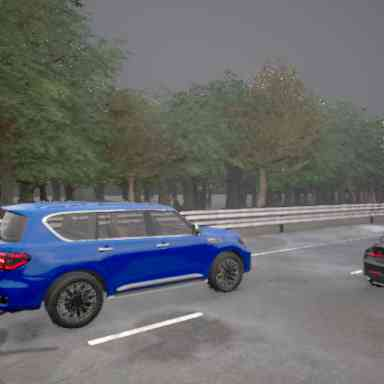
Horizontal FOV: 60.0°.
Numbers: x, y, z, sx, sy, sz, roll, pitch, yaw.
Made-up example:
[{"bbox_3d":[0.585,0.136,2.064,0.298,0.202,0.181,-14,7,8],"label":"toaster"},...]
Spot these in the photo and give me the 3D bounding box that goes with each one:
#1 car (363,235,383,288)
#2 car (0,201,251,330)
[{"bbox_3d":[6.037,1.508,8.048,4.892,1.490,1.837,0,0,-35],"label":"car"},{"bbox_3d":[-1.234,1.222,7.162,5.566,2.045,2.150,0,0,-36],"label":"car"}]
